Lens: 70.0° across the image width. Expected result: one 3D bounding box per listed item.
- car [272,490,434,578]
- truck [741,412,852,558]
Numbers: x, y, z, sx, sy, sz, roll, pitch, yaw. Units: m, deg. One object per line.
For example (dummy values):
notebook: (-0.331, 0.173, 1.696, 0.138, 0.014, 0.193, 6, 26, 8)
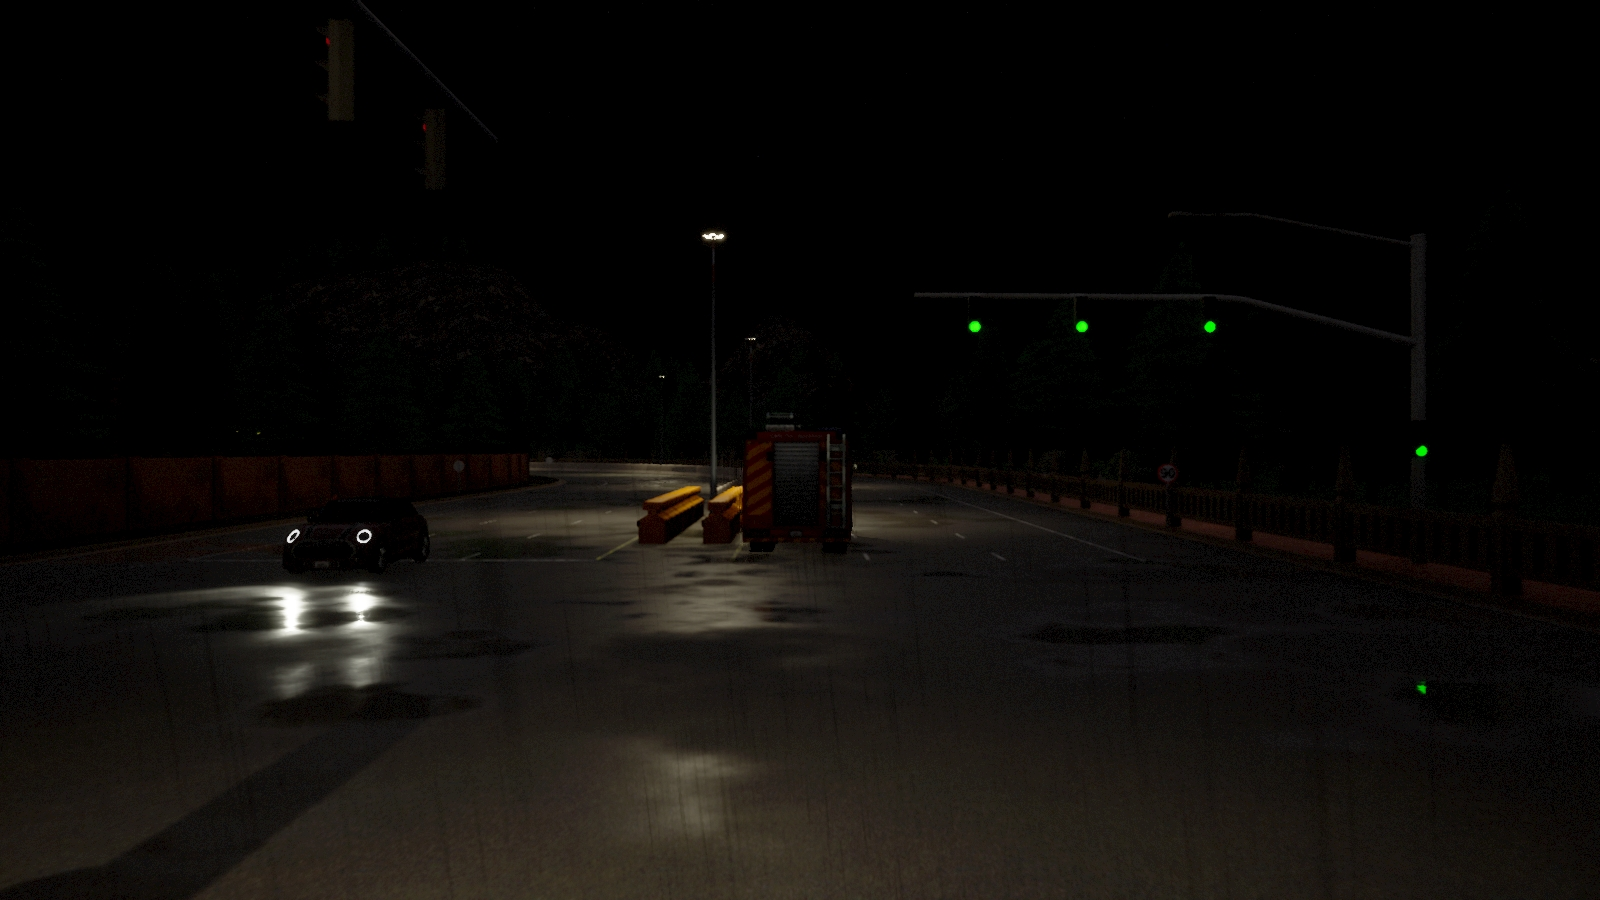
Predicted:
car: (-10.513, 1.926, 27.286, 2.097, 1.767, 4.553, 0, 0, 0)
truck: (0.103, 0.916, 34.158, 2.891, 3.827, 8.468, 0, 0, 3)
